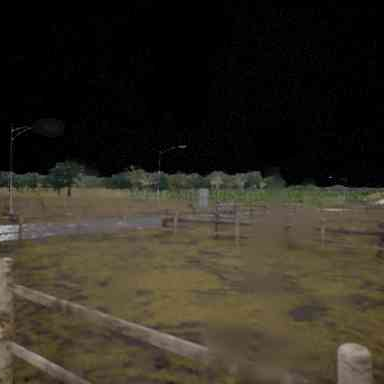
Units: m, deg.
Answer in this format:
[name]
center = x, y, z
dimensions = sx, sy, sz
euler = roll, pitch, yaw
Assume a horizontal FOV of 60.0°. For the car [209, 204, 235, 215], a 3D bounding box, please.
[car]
center = 3.865, 2.178, 42.484
dimensions = 1.994, 1.385, 4.181
euler = 2, 0, 35
